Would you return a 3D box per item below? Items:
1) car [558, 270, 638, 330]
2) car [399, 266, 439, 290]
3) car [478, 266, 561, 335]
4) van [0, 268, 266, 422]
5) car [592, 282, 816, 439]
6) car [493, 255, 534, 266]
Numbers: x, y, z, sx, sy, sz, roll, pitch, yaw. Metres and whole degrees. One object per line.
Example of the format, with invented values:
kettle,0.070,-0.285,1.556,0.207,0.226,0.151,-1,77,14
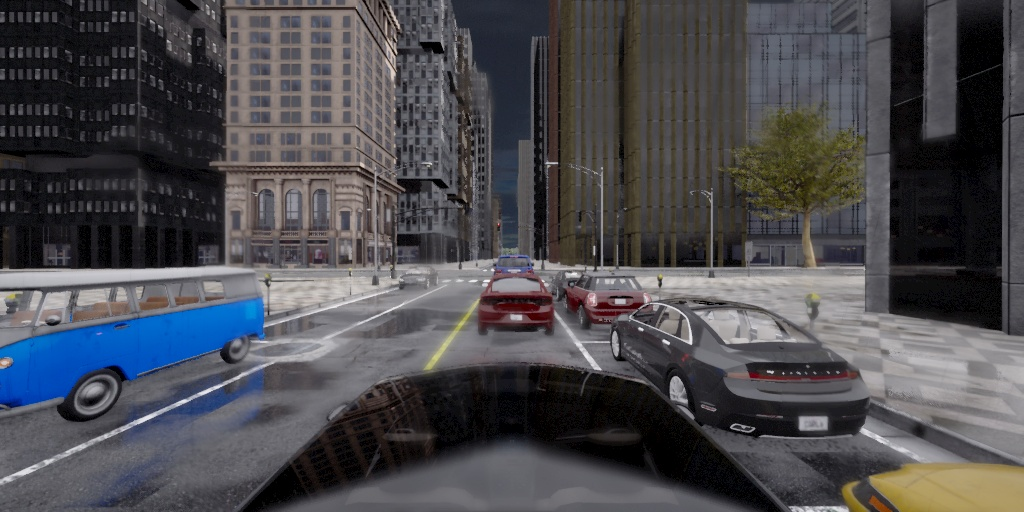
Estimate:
car,2.777,1.188,11.108,1.967,1.591,4.097,0,0,0
car,-5.732,1.296,22.401,2.007,1.370,4.403,0,0,0
car,0.106,1.226,10.494,1.882,1.535,5.008,0,0,0
van,-5.756,1.090,5.478,1.690,1.789,3.998,0,0,0
car,2.769,1.300,5.467,2.007,1.370,4.403,0,0,0
car,0.103,0.967,20.378,2.150,2.045,5.566,0,0,0
